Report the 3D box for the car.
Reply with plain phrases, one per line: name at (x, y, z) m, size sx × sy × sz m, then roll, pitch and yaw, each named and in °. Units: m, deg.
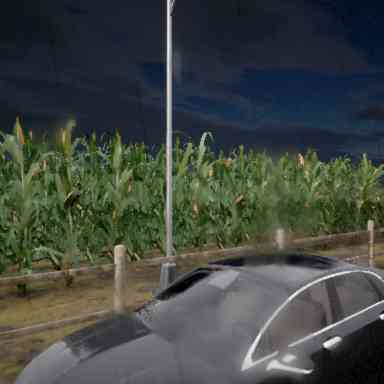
car at (0.748, 1.505, 3.603) m, size 4.892 × 1.490 × 1.837 m, roll 0°, pitch 0°, yaw -35°
